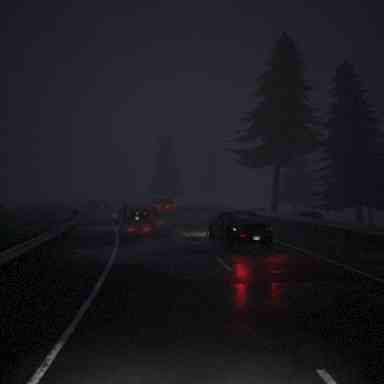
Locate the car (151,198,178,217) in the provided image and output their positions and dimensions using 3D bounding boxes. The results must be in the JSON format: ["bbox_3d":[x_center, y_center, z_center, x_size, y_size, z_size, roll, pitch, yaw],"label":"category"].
[{"bbox_3d":[-2.954,1.326,31.145,2.097,1.767,4.553,0,0,-22],"label":"car"}]

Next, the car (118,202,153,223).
[{"bbox_3d":[-4.666,1.587,25.938,1.895,1.301,4.718,0,0,-19],"label":"car"}]

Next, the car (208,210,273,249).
[{"bbox_3d":[1.979,1.502,14.434,1.812,1.442,4.674,0,0,-9],"label":"car"}]

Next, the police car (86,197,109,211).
[{"bbox_3d":[-11.688,1.417,40.832,1.930,1.638,5.238,0,0,-30],"label":"police car"}]
